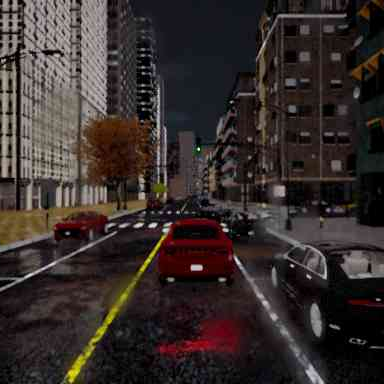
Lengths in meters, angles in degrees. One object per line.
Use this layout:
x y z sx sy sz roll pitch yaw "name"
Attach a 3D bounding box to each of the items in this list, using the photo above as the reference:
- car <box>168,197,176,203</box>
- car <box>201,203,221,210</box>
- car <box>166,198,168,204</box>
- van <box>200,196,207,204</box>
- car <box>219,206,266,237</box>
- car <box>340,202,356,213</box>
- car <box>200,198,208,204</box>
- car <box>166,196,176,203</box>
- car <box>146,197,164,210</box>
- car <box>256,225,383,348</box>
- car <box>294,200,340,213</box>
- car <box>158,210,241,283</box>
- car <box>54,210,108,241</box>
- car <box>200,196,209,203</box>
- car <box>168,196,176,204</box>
-5.516 2.258 93.971 2.008 1.369 4.403 0 0 0 "car"
2.268 1.788 27.493 1.895 1.301 4.718 0 -1 31 "car"
-5.589 1.960 55.312 1.947 1.339 4.313 0 0 0 "car"
2.844 1.955 82.911 1.690 1.788 3.998 0 0 0 "van"
2.721 1.667 17.386 2.008 1.369 4.403 0 0 0 "car"
18.891 1.496 36.817 4.829 1.417 1.752 -1 0 0 "car"
2.834 2.095 77.556 1.752 1.417 4.829 0 0 0 "car"
-5.527 1.975 88.449 2.192 1.841 5.009 0 0 0 "car"
-5.599 1.667 49.790 2.192 1.841 5.009 0 0 0 "car"
2.700 1.593 6.320 2.008 1.369 4.403 0 0 0 "car"
13.494 1.596 36.772 4.403 1.369 2.008 -1 0 0 "car"
0.113 1.543 9.894 1.882 1.535 5.008 0 0 0 "car"
-5.659 1.661 17.402 1.887 1.381 4.507 0 0 0 "car"
2.824 2.089 71.863 1.947 1.339 4.313 0 0 0 "car"
-5.537 2.179 82.925 1.947 1.339 4.313 0 0 0 "car"
